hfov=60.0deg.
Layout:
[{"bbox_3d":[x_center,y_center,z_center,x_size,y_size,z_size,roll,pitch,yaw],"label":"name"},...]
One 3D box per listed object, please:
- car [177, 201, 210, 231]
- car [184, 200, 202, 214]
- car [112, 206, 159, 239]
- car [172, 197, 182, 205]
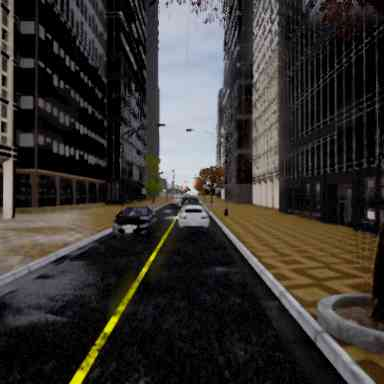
[{"bbox_3d":[0.102,1.544,20.417,1.812,1.442,4.674,0,0,0],"label":"car"},{"bbox_3d":[0.116,1.636,37.219,1.895,1.301,4.718,0,0,0],"label":"car"},{"bbox_3d":[-2.842,1.508,17.453,2.128,1.511,4.902,0,0,0],"label":"car"},{"bbox_3d":[-2.722,1.618,61.945,1.812,1.442,4.674,0,0,0],"label":"car"}]
